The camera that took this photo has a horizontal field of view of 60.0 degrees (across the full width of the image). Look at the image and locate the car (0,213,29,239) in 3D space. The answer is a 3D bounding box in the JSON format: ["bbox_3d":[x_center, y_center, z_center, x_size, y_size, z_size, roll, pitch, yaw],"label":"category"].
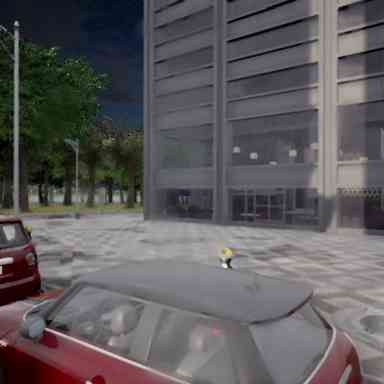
[{"bbox_3d":[-4.997,1.312,6.515,5.009,1.841,2.192,0,0,35],"label":"car"}]

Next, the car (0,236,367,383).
[{"bbox_3d":[-0.566,1.439,3.363,4.097,1.590,1.967,0,0,35],"label":"car"}]
